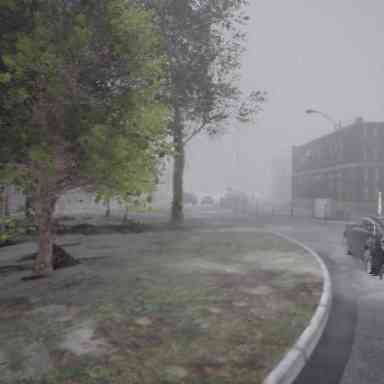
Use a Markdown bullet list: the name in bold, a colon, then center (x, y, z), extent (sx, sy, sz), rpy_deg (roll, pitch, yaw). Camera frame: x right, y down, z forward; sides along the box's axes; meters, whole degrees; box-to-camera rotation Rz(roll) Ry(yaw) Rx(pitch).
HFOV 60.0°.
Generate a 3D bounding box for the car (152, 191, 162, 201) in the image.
- **car**: center (-10.173, 1.213, 76.267), extent (4.892, 1.521, 2.231), rpy_deg (0, 1, 9)

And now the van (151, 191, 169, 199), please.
- **van**: center (-8.415, 0.835, 87.151), extent (4.442, 1.987, 1.878), rpy_deg (0, 1, 9)

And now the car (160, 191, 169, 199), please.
- **car**: center (-9.378, 0.885, 81.719), extent (5.566, 2.045, 2.435), rpy_deg (0, 1, 9)

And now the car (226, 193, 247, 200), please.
- **car**: center (10.742, 1.048, 79.655), extent (4.892, 1.521, 2.231), rpy_deg (0, 1, 9)

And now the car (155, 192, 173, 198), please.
- **car**: center (-7.741, 0.862, 92.627), extent (4.553, 1.767, 2.185), rpy_deg (0, 1, 9)

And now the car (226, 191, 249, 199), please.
- **car**: center (11.177, 0.756, 82.395), extent (5.566, 2.045, 2.435), rpy_deg (0, 1, 9)

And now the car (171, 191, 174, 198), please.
- **car**: center (-8.125, 1.024, 89.899), extent (5.008, 1.535, 2.097), rpy_deg (0, 1, 9)

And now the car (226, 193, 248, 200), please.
- **car**: center (10.334, 1.085, 77.032), extent (5.008, 1.535, 2.097), rpy_deg (0, 1, 9)

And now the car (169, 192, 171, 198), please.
- **car**: center (-8.755, 1.095, 84.417), extent (5.366, 1.575, 1.946), rpy_deg (0, 1, 9)

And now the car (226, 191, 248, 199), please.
- **car**: center (11.969, 0.677, 88.024), extent (5.566, 2.045, 2.435), rpy_deg (0, 1, 9)

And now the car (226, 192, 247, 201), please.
- **car**: center (9.935, 1.001, 74.154), extent (4.553, 1.767, 2.185), rpy_deg (0, 1, 9)

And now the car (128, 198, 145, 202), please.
- **car**: center (-11.776, 1.209, 65.345), extent (4.553, 1.767, 2.185), rpy_deg (0, 0, 9)

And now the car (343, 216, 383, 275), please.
- **car**: center (5.956, 1.466, 10.120), extent (2.128, 1.511, 4.902), rpy_deg (0, 0, 14)

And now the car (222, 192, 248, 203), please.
- **car**: center (7.819, 1.306, 60.541), extent (4.792, 1.488, 2.163), rpy_deg (0, 0, 9)

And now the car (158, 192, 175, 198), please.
- **car**: center (-7.332, 0.827, 95.353), extent (4.553, 1.767, 2.185), rpy_deg (0, 1, 9)

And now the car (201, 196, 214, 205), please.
- **car**: center (2.604, 1.405, 55.942), extent (2.033, 1.411, 5.357), rpy_deg (0, 0, 7)

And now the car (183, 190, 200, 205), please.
- **car**: center (-0.428, 1.096, 55.619), extent (2.150, 2.045, 5.566), rpy_deg (0, 0, 7)
